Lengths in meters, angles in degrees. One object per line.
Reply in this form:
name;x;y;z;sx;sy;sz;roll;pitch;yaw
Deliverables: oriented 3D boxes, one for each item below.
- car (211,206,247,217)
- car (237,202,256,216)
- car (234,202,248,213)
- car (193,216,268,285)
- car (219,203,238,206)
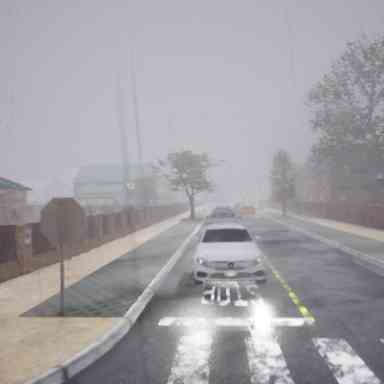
car;1.925;1.839;20.204;2.128;1.511;4.902;-2;-1;5
car;6.675;2.101;40.789;1.882;1.535;5.008;-2;-1;6
car;7.609;2.329;51.634;1.837;1.490;4.892;-2;-1;5
car;1.066;1.707;10.214;1.812;1.442;4.674;-2;-1;4
car;3.035;2.049;32.438;2.128;1.511;4.902;-2;-1;5
